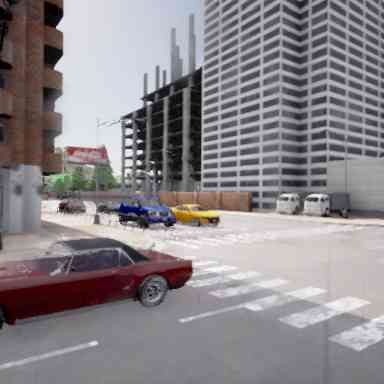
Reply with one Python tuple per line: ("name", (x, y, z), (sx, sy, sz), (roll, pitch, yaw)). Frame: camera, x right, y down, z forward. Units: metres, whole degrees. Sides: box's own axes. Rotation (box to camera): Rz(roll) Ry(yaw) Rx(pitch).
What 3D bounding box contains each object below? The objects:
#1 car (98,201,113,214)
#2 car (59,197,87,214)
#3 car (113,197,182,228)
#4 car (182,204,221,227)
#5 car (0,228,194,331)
("car", (-9.152, 1.777, 37.929), (1.994, 1.385, 4.181), (1, 0, -35))
("car", (-13.760, 1.526, 38.397), (2.097, 1.767, 4.553), (1, 0, -35))
("car", (-3.333, 1.396, 23.661), (2.150, 2.045, 5.566), (1, 0, -35))
("car", (0.105, 1.691, 24.864), (1.882, 1.535, 5.008), (1, 0, -35))
("car", (-2.370, 1.616, 6.479), (4.718, 1.301, 1.895), (1, -1, -35))
